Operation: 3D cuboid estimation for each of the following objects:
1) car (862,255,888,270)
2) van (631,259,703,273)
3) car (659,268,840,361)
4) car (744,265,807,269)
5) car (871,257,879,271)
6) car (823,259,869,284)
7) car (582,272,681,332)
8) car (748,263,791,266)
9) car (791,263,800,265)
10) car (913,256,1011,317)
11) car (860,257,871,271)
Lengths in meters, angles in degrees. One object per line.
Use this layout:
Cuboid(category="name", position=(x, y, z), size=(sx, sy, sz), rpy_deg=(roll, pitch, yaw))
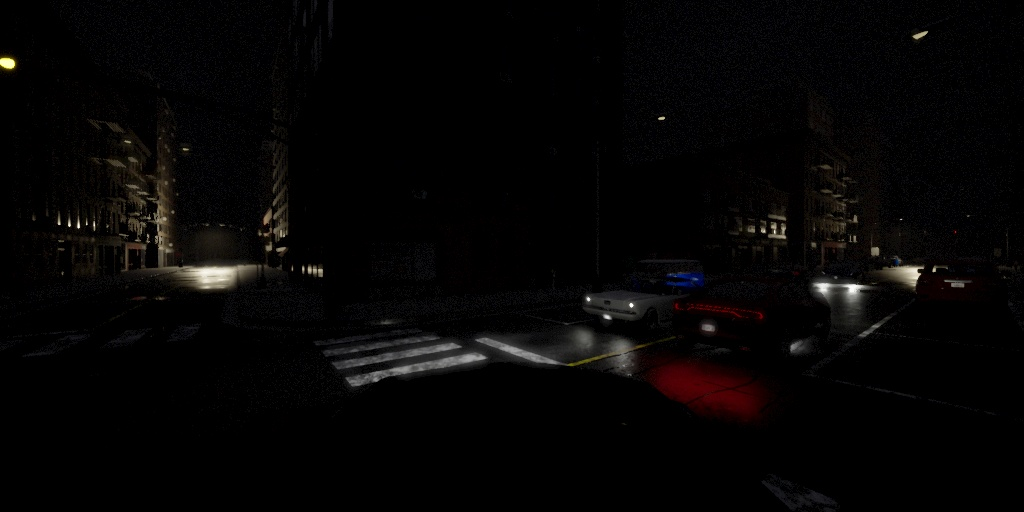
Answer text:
Cuboid(category="car", position=(45.677, 0.844, 45.732), size=(5.009, 1.841, 2.192), rpy_deg=(0, 0, -37))
Cuboid(category="van", position=(7.038, 1.033, 16.162), size=(3.998, 1.789, 1.690), rpy_deg=(0, 0, -37))
Cuboid(category="car", position=(5.701, 1.205, 8.325), size=(5.008, 1.535, 1.882), rpy_deg=(0, 0, -37))
Cuboid(category="car", position=(12.787, 1.283, 17.340), size=(4.718, 1.301, 1.895), rpy_deg=(0, 0, -38))
Cuboid(category="car", position=(41.384, 1.114, 42.446), size=(4.313, 1.339, 1.948), rpy_deg=(0, 0, -37))
Cuboid(category="car", position=(23.739, 1.164, 25.703), size=(4.674, 1.442, 1.812), rpy_deg=(-1, 1, -38))
Cuboid(category="car", position=(4.362, 1.318, 10.885), size=(4.718, 1.301, 1.895), rpy_deg=(0, 0, -35))
Cuboid(category="car", position=(15.624, 1.222, 22.733), size=(4.313, 1.339, 1.948), rpy_deg=(0, 0, -37))
Cuboid(category="car", position=(19.917, 1.183, 26.019), size=(4.507, 1.381, 1.888), rpy_deg=(0, 0, -37))
Cuboid(category="car", position=(16.263, 1.014, 13.008), size=(5.009, 1.841, 2.192), rpy_deg=(0, 0, -37))
Cuboid(category="car", position=(37.091, 1.116, 39.161), size=(4.403, 1.370, 2.007), rpy_deg=(0, 0, -37))
